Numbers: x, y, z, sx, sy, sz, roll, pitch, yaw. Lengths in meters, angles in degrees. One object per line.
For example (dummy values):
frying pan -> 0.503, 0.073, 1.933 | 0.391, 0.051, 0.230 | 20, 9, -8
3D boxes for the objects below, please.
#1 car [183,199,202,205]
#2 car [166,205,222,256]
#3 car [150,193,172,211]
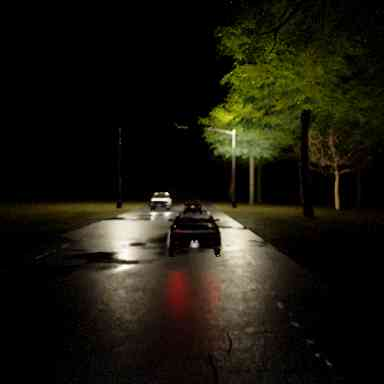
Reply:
car -> 0.055, 1.450, 34.400 | 2.033, 1.411, 5.357 | 0, 0, 0
car -> 0.091, 1.464, 12.936 | 2.128, 1.511, 4.902 | 0, 0, 0
car -> -3.567, 1.094, 38.742 | 2.150, 2.045, 5.566 | 0, 0, 0
